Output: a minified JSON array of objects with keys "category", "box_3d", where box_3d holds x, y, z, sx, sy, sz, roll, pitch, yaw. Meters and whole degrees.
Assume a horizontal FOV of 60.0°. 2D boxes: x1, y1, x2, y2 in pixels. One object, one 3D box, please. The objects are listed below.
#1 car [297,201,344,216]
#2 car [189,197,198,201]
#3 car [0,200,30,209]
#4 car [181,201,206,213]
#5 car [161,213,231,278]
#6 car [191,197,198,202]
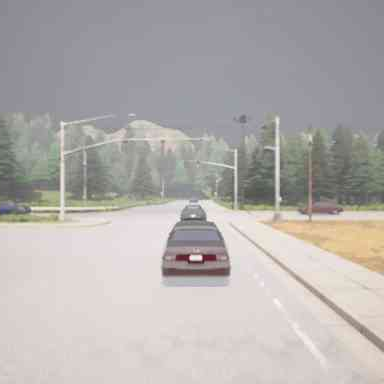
[{"category":"car","box_3d":[13.631,1.732,35.397,4.674,1.442,1.812,0,0,1]},{"category":"car","box_3d":[0.293,1.938,78.260,2.033,1.411,5.357,0,0,2]},{"category":"car","box_3d":[-18.039,1.544,32.288,4.553,1.767,2.097,0,0,1]},{"category":"car","box_3d":[0.117,1.698,26.034,1.994,1.385,4.181,0,0,0]},{"category":"car","box_3d":[0.100,1.601,10.322,2.033,1.411,5.357,0,0,0]},{"category":"car","box_3d":[0.692,2.047,88.723,1.895,1.301,4.718,0,0,2]}]
